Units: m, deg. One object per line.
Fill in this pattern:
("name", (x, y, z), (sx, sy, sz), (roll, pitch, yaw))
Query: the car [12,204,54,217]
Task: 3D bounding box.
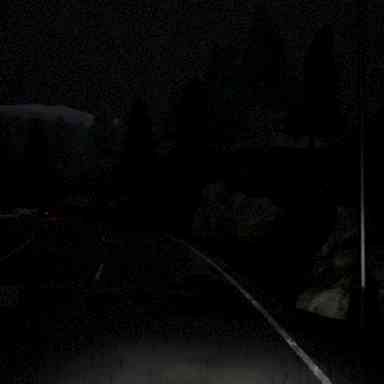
("car", (-16.734, 1.934, 34.907), (4.718, 1.301, 1.895), (-1, 0, 30))
